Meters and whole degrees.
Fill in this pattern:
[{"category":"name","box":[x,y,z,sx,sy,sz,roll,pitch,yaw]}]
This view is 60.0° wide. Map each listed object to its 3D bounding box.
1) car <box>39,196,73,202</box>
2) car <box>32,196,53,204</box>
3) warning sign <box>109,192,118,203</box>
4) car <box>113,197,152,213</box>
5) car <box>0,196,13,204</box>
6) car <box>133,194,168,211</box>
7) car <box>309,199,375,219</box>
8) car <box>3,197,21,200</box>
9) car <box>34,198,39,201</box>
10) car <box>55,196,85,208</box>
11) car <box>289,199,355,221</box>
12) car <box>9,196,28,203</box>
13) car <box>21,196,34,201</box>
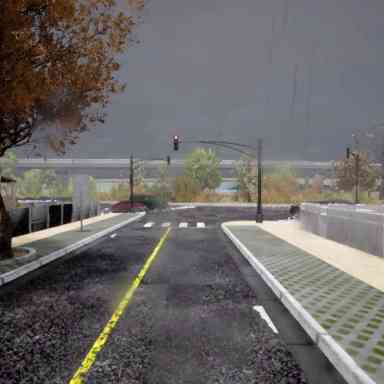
[{"category":"car","box":[-19.580,1.776,48.415,4.902,1.511,2.128,0,2,36]},{"category":"car","box":[-30.849,1.625,68.771,4.674,1.442,1.812,-1,2,36]},{"category":"warning sign","box":[-14.237,0.991,60.239,1.060,1.860,1.300,2,1,36]},{"category":"car","box":[-7.410,1.707,39.566,4.674,1.442,1.812,0,2,36]},{"category":"car","box":[-40.862,1.690,72.029,4.892,1.490,1.837,-1,2,36]},{"category":"car","box":[-5.635,1.294,42.280,5.566,2.045,2.150,0,2,36]},{"category":"car","box":[12.922,1.415,28.803,4.892,1.490,1.837,-1,2,36]},{"category":"car","box":[-32.355,1.752,57.769,4.553,1.767,2.097,-1,2,37]},{"category":"car","box":[-32.651,1.742,66.066,4.674,1.442,1.812,-1,2,36]},{"category":"car","box":[-19.111,1.540,52.090,4.553,1.767,2.097,0,2,36]},{"category":"car","box":[10.322,1.516,26.682,4.902,1.511,2.128,0,2,36]},{"category":"car","box":[-38.974,1.676,74.676,4.718,1.301,1.895,-1,2,36]},{"category":"car","box":[-31.793,1.801,61.422,4.892,1.490,1.837,0,2,36]}]
